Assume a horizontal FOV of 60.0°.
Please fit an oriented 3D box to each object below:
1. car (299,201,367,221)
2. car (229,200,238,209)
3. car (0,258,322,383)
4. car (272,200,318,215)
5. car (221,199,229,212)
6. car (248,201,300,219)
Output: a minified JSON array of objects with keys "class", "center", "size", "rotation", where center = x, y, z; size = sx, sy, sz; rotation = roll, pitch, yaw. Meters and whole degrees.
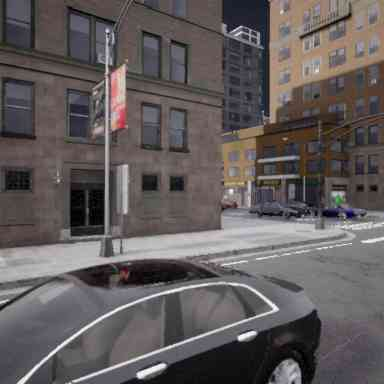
[{"class":"car","center":[11.687,1.602,27.528],"size":[1.895,1.301,4.718],"rotation":[0,0,-34]},{"class":"car","center":[4.168,1.590,43.285],"size":[1.802,1.307,4.206],"rotation":[0,0,-35]},{"class":"car","center":[-0.755,1.506,3.147],"size":[4.892,1.490,1.837],"rotation":[1,0,-36]},{"class":"car","center":[10.530,1.576,34.284],"size":[1.947,1.339,4.313],"rotation":[0,0,-35]},{"class":"car","center":[1.631,1.588,37.366],"size":[1.895,1.301,4.718],"rotation":[0,0,-35]},{"class":"car","center":[7.413,1.538,29.157],"size":[2.033,1.411,5.357],"rotation":[0,0,-37]}]
